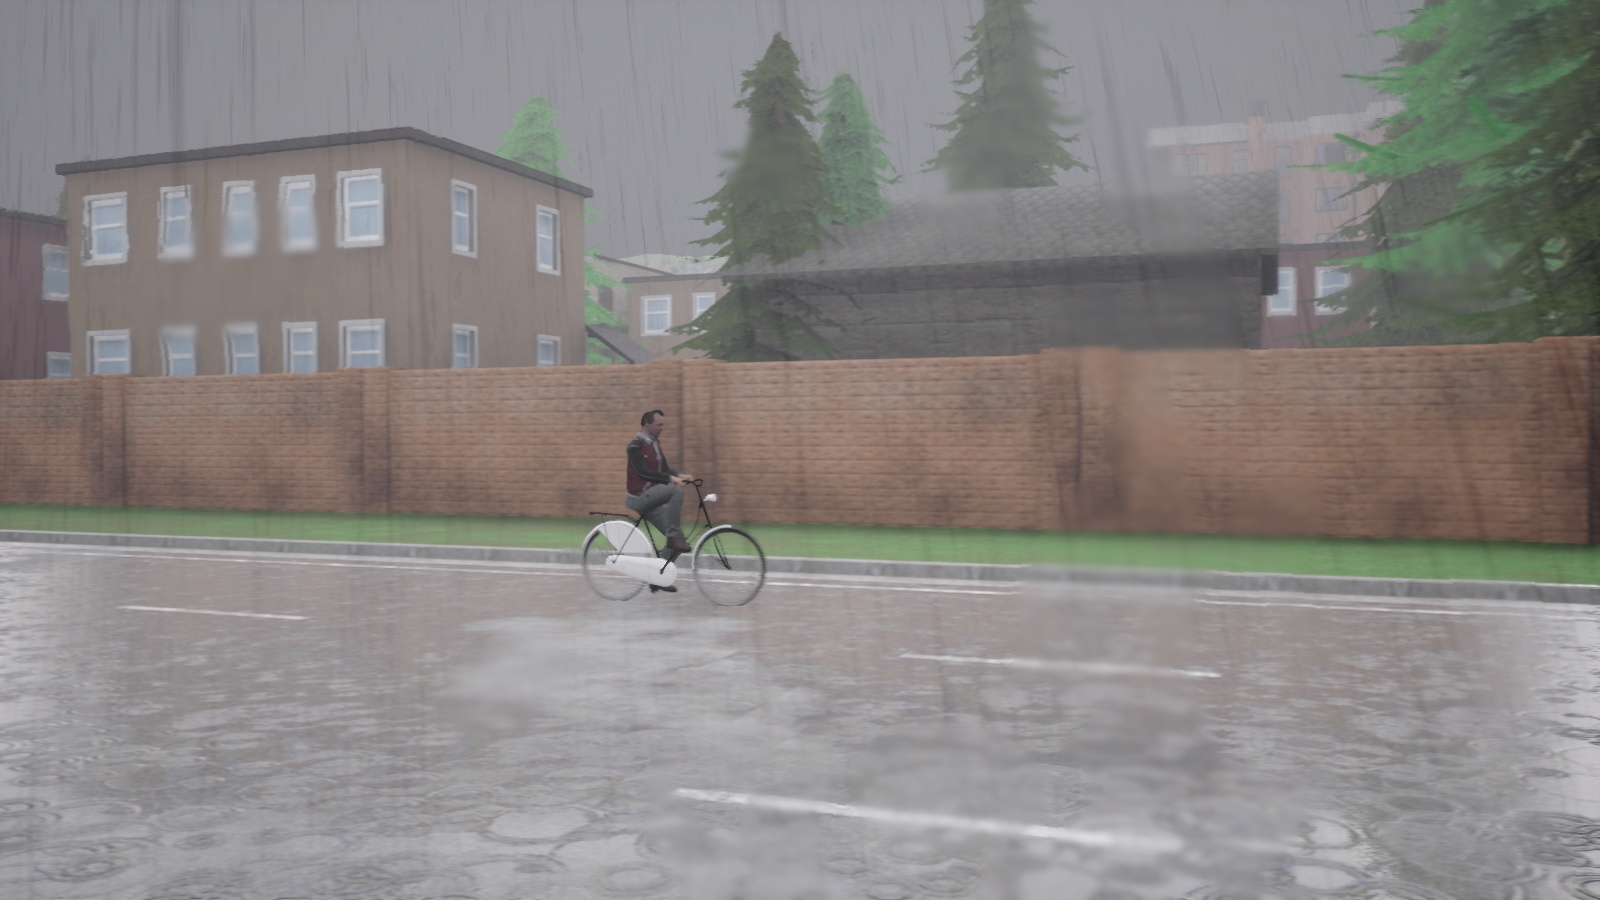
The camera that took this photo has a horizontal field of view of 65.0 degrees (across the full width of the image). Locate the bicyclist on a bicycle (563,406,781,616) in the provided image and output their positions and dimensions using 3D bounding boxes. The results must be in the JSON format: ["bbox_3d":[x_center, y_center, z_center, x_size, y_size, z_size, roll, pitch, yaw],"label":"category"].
[{"bbox_3d":[-1.150,0.508,11.276,1.843,1.776,0.659,0,1,21],"label":"bicyclist on a bicycle"}]
